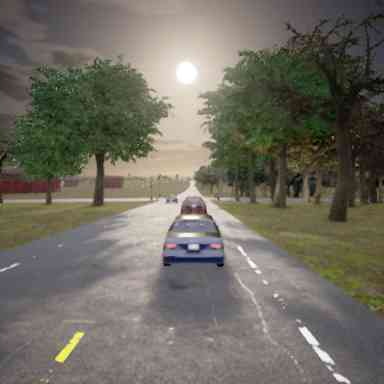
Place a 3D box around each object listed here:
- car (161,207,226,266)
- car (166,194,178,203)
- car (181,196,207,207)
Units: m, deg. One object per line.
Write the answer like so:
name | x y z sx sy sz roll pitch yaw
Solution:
car | 0.076 1.439 11.085 2.033 1.411 5.357 0 0 1
car | -3.335 1.110 55.452 2.128 1.511 4.902 0 0 1
car | 0.166 1.106 28.125 2.097 1.767 4.553 0 0 1
